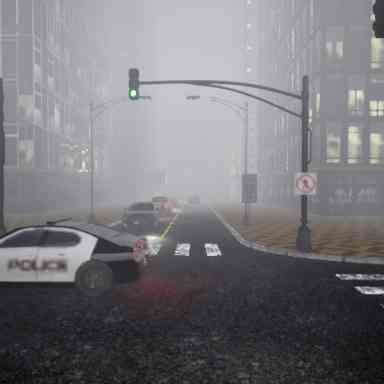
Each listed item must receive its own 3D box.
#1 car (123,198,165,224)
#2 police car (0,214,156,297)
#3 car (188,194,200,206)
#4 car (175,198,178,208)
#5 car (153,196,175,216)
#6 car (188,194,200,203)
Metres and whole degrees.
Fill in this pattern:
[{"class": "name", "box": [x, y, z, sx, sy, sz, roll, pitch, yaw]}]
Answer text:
[{"class": "car", "box": [-2.980, 1.350, 20.321, 1.882, 1.535, 5.008, 0, 0, 0]}, {"class": "police car", "box": [-3.521, 1.438, 7.874, 4.974, 1.542, 2.038, 0, 1, 1]}, {"class": "car", "box": [0.281, 1.280, 50.104, 2.033, 1.411, 5.357, 0, 0, 0]}, {"class": "car", "box": [-2.841, 1.358, 43.327, 1.895, 1.301, 4.718, 0, 0, 1]}, {"class": "car", "box": [-2.923, 1.174, 30.233, 2.097, 1.767, 4.553, 0, 0, 0]}, {"class": "car", "box": [0.340, 1.178, 60.520, 2.128, 1.511, 4.902, 0, 0, 0]}]
